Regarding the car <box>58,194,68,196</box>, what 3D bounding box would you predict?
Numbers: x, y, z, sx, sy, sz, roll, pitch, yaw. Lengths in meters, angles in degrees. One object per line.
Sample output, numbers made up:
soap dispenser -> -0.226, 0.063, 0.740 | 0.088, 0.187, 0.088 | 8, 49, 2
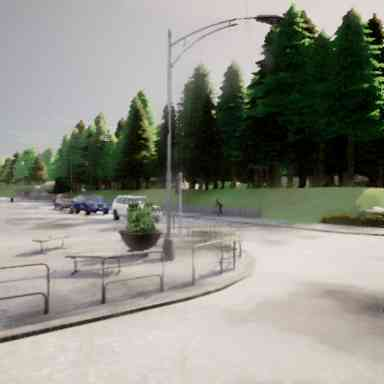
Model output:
car -> -22.867, 1.331, 59.288 | 2.150, 2.045, 5.566 | 0, 0, -36

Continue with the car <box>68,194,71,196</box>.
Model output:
car -> -17.021, 1.461, 51.082 | 2.097, 1.767, 4.553 | 0, 0, -35

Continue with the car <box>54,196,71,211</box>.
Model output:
car -> -16.514, 1.585, 43.178 | 1.837, 1.490, 4.892 | 0, 0, -35

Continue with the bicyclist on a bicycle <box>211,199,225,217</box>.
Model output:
bicyclist on a bicycle -> 2.446, 1.488, 30.990 | 1.656, 1.620, 0.582 | 0, 0, -35

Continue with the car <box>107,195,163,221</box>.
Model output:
car -> -4.433, 1.302, 26.184 | 2.150, 2.045, 5.566 | 0, 0, -35

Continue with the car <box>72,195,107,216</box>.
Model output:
car -> -10.455, 1.302, 34.636 | 2.150, 2.045, 5.566 | 0, 0, -35
